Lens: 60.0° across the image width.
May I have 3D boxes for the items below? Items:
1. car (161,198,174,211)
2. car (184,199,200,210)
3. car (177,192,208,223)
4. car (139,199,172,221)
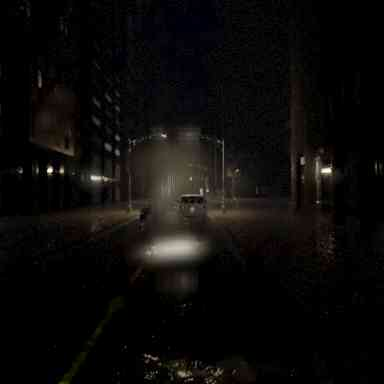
[{"bbox_3d":[-3.032,1.466,36.992,1.837,1.490,4.892,0,0,0],"label":"car"},{"bbox_3d":[0.035,1.556,42.651,1.895,1.301,4.718,0,0,0],"label":"car"},{"bbox_3d":[0.027,1.196,25.315,2.150,2.045,5.566,0,0,0],"label":"car"},{"bbox_3d":[-3.031,1.518,27.208,2.033,1.411,5.357,0,0,0],"label":"car"}]
